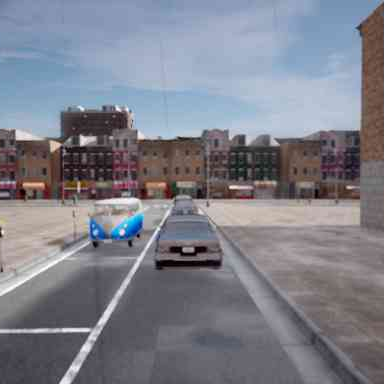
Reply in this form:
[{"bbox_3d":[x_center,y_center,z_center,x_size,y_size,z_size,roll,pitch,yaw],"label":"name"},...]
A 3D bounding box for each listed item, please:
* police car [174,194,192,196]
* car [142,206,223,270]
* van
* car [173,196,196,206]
[{"bbox_3d":[-0.925,0.980,34.717,1.930,1.638,5.238,0,1,-3],"label":"police car"},{"bbox_3d":[-0.153,1.407,10.492,2.033,1.411,5.357,0,1,-2],"label":"car"},{"bbox_3d":[-2.986,1.166,13.639,1.690,1.788,3.998,-1,1,-2],"label":"van"},{"bbox_3d":[-0.478,1.253,22.688,2.033,1.411,5.357,0,1,-2],"label":"car"}]
